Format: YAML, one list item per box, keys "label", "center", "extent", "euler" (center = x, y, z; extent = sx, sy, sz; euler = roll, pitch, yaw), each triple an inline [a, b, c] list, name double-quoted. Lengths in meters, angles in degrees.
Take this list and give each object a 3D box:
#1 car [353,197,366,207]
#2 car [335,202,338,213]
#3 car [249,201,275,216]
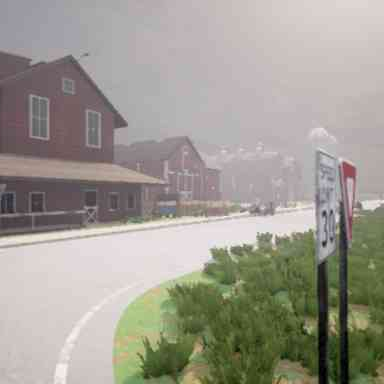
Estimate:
- label: "car"
  center: [23.799, 1.882, 48.970]
  extent: [2.128, 1.511, 4.902]
  euler: [-1, -1, 34]
- label: "car"
  center: [16.653, 1.844, 38.206]
  extent: [1.994, 1.385, 4.181]
  euler: [-1, -1, 34]
- label: "car"
  center: [7.816, 1.748, 36.783]
  extent: [1.816, 1.474, 4.193]
  euler: [6, 2, 31]
